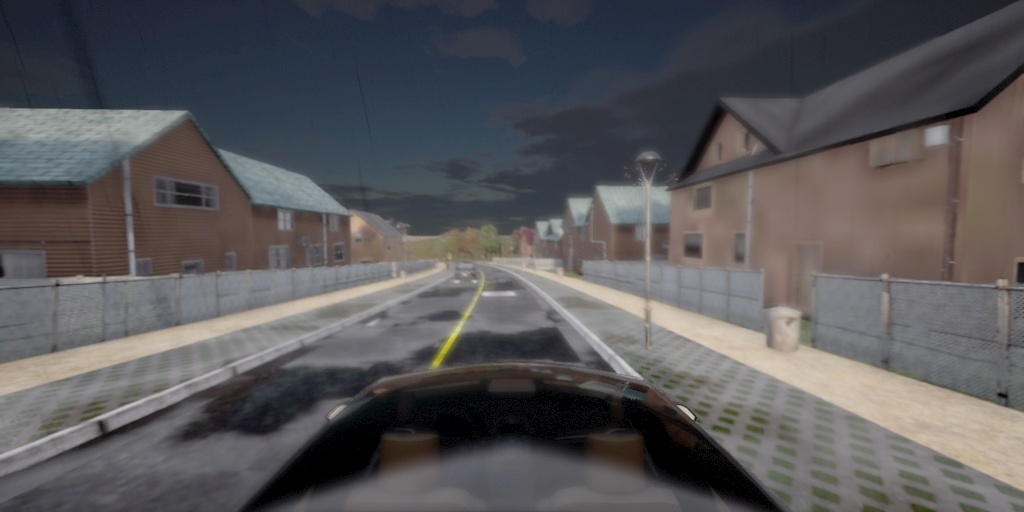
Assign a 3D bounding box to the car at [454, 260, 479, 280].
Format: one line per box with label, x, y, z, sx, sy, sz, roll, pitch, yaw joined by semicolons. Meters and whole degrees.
car;-4.050;1.346;32.262;1.812;1.442;4.674;0;0;-4
